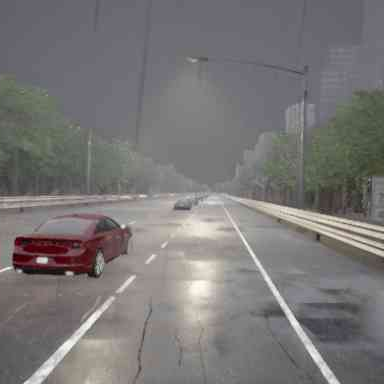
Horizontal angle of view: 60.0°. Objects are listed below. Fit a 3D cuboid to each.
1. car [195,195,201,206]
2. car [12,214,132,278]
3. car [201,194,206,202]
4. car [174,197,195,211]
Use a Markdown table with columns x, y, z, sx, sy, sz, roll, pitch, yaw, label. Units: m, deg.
| x | y | z | sx | sy | sz | roll | pitch | yaw | label |
| --- | --- | --- | --- | --- | --- | --- | --- | --- | --- |
| 0.056 | 1.566 | 56.896 | 1.994 | 1.385 | 4.181 | 2 | 0 | 4 | car |
| -3.162 | 1.377 | 9.885 | 1.882 | 1.535 | 5.008 | 2 | 0 | 4 | car |
| 1.680 | 1.435 | 80.468 | 2.097 | 1.767 | 4.553 | 2 | 0 | 4 | car |
| -1.040 | 1.525 | 40.933 | 1.994 | 1.385 | 4.181 | 2 | 0 | 4 | car |
